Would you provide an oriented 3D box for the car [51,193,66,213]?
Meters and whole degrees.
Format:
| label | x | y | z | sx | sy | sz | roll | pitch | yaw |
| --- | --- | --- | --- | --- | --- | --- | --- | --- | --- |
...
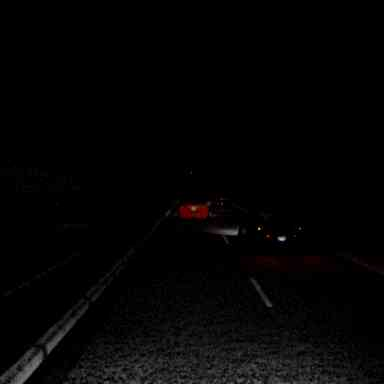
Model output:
| label | x | y | z | sx | sy | sz | roll | pitch | yaw |
| --- | --- | --- | --- | --- | --- | --- | --- | --- | --- |
| car | -13.820 | 1.128 | 29.210 | 4.674 | 1.452 | 2.002 | -1 | 1 | -20 |

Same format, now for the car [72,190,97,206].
| label | x | y | z | sx | sy | sz | roll | pitch | yaw |
| --- | --- | --- | --- | --- | --- | --- | --- | --- | --- |
| car | -13.785 | 0.919 | 38.225 | 4.792 | 1.488 | 2.163 | -1 | 1 | -20 |

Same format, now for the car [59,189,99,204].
| label | x | y | z | sx | sy | sz | roll | pitch | yaw |
| --- | --- | --- | --- | --- | --- | --- | --- | --- | --- |
| car | -13.788 | 0.574 | 41.222 | 5.566 | 2.045 | 2.435 | -1 | 1 | -20 |

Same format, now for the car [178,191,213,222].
| label | x | y | z | sx | sy | sz | roll | pitch | yaw |
| --- | --- | --- | --- | --- | --- | --- | --- | --- | --- |
| car | 0.103 | 1.062 | 23.541 | 2.097 | 1.767 | 4.553 | 0 | 1 | 0 |

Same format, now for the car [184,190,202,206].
| label | x | y | z | sx | sy | sz | roll | pitch | yaw |
| --- | --- | --- | --- | --- | --- | --- | --- | --- | --- |
| car | 0.106 | 0.676 | 41.719 | 2.097 | 1.767 | 4.553 | 0 | 1 | 0 |

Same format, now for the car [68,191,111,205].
| label | x | y | z | sx | sy | sz | roll | pitch | yaw |
| --- | --- | --- | --- | --- | --- | --- | --- | --- | --- |
| car | -13.632 | 0.755 | 44.278 | 5.366 | 1.575 | 1.946 | -1 | 1 | -20 |

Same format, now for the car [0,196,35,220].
| label | x | y | z | sx | sy | sz | roll | pitch | yaw |
| --- | --- | --- | --- | --- | --- | --- | --- | --- | --- |
| car | -13.825 | 1.250 | 23.212 | 4.674 | 1.452 | 2.002 | -1 | 1 | -20 |

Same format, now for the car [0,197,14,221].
| label | x | y | z | sx | sy | sz | roll | pitch | yaw |
| --- | --- | --- | --- | --- | --- | --- | --- | --- | --- |
| car | -13.850 | 1.289 | 20.187 | 4.792 | 1.488 | 2.163 | -1 | 1 | -20 |

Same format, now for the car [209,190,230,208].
| label | x | y | z | sx | sy | sz | roll | pitch | yaw |
| --- | --- | --- | --- | --- | --- | --- | --- | --- | --- |
| car | 3.105 | 0.923 | 36.721 | 2.128 | 1.511 | 4.902 | 0 | 1 | 0 |

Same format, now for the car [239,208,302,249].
| label | x | y | z | sx | sy | sz | roll | pitch | yaw |
| --- | --- | --- | --- | --- | --- | --- | --- | --- | --- |
| car | 3.102 | 1.391 | 13.775 | 1.812 | 1.442 | 4.674 | 0 | 1 | 0 |

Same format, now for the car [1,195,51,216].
| label | x | y | z | sx | sy | sz | roll | pitch | yaw |
| --- | --- | --- | --- | --- | --- | --- | --- | --- | --- |
| car | -13.852 | 1.024 | 26.197 | 4.553 | 1.767 | 2.185 | -1 | 1 | -20 |

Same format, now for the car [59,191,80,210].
| label | x | y | z | sx | sy | sz | roll | pitch | yaw |
| --- | --- | --- | --- | --- | --- | --- | --- | --- | --- |
| car | -13.809 | 1.023 | 32.209 | 5.008 | 1.535 | 2.097 | -1 | 2 | -20 |
